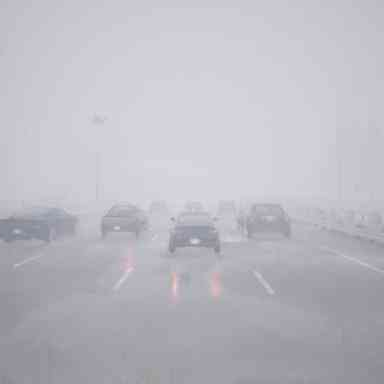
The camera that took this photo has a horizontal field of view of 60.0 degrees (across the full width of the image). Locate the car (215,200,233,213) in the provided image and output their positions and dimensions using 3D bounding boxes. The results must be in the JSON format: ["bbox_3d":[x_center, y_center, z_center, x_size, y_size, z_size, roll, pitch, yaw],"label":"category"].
[{"bbox_3d":[3.604,1.540,35.494,2.128,1.511,4.902,0,-1,0],"label":"car"}]

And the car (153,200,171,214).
[{"bbox_3d":[-3.397,1.540,35.505,2.128,1.511,4.902,0,-1,0],"label":"car"}]

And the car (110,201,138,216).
[{"bbox_3d":[-6.897,1.636,34.282,1.895,1.301,4.718,0,-1,0],"label":"car"}]

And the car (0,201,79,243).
[{"bbox_3d":[-6.897,1.414,15.616,1.882,1.535,5.008,0,0,0],"label":"car"}]

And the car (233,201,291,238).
[{"bbox_3d":[3.602,1.290,17.460,2.097,1.767,4.553,0,0,0],"label":"car"}]

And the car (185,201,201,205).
[{"bbox_3d":[0.103,1.547,30.625,2.033,1.411,5.357,0,-1,0],"label":"car"}]

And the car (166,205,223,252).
[{"bbox_3d":[0.087,1.465,13.406,1.812,1.442,4.674,0,0,0],"label":"car"}]

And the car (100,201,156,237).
[{"bbox_3d":[-3.398,1.429,17.481,2.128,1.511,4.902,0,0,0],"label":"car"}]
